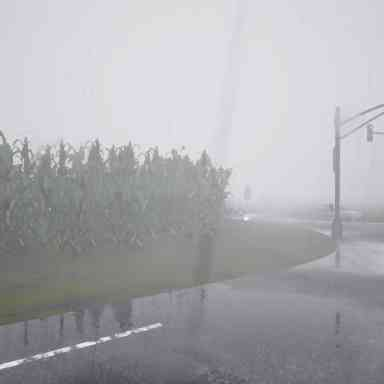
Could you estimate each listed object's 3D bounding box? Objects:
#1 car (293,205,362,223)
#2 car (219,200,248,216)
[{"bbox_3d":[10.081,1.609,25.185,1.895,1.301,4.718,1,0,-38],"label":"car"},{"bbox_3d":[3.143,1.501,31.939,2.033,1.411,5.357,1,0,-26],"label":"car"}]
